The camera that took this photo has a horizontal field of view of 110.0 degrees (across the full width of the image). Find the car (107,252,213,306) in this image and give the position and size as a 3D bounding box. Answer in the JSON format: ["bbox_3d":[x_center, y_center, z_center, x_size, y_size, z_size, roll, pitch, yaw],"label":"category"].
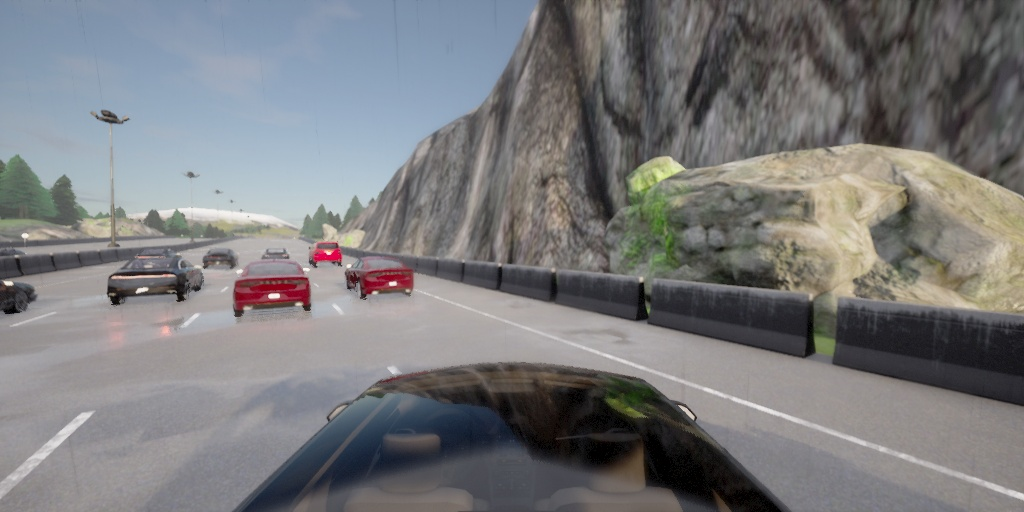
[{"bbox_3d":[-12.969,0.786,13.291,2.128,1.511,4.902,-1,3,-33],"label":"car"}]

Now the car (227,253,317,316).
[{"bbox_3d":[-7.800,0.852,11.781,1.882,1.535,5.008,-1,3,-33],"label":"car"}]

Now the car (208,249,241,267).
[{"bbox_3d":[-22.363,0.153,27.653,1.837,1.490,4.892,-1,3,-33],"label":"car"}]

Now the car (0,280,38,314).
[{"bbox_3d":[-13.991,1.017,8.463,2.033,1.411,5.357,-1,3,-33],"label":"car"}]

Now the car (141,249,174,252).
[{"bbox_3d":[-25.225,0.202,25.635,2.128,1.511,4.902,-1,3,-33],"label":"car"}]

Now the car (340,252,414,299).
[{"bbox_3d":[-5.573,0.752,14.770,1.882,1.535,5.008,-1,3,-33],"label":"car"}]

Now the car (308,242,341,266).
[{"bbox_3d":[-16.050,-0.212,30.780,2.150,2.045,5.566,-1,3,-33],"label":"car"}]

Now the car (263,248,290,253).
[{"bbox_3d":[-19.363,0.087,29.459,2.128,1.511,4.902,-1,3,-33],"label":"car"}]

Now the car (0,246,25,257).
[{"bbox_3d":[-38.378,0.049,26.365,2.128,1.511,4.902,-1,3,-33],"label":"car"}]
